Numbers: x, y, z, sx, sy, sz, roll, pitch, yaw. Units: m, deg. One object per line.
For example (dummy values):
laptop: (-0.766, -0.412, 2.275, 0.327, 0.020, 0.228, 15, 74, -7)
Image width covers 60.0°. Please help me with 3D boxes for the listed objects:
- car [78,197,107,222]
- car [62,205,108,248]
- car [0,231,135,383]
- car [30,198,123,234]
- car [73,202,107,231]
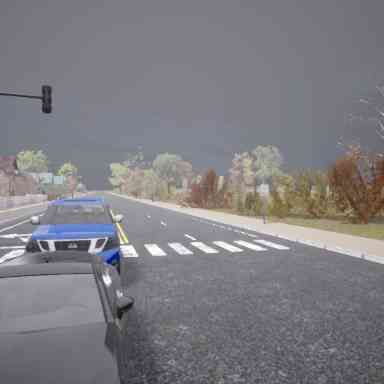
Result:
car: (-8.192, 1.337, 27.507, 2.097, 1.767, 4.553, 0, 0, -15)
car: (-5.035, 1.498, 16.036, 1.837, 1.490, 4.892, 0, 0, -15)
car: (-1.708, 1.524, 3.883, 1.812, 1.442, 4.674, 0, 0, -13)
car: (-3.362, 1.218, 9.968, 2.150, 2.045, 5.566, 0, 0, -15)
car: (-6.617, 1.467, 21.778, 1.882, 1.535, 5.008, 0, 0, -16)
